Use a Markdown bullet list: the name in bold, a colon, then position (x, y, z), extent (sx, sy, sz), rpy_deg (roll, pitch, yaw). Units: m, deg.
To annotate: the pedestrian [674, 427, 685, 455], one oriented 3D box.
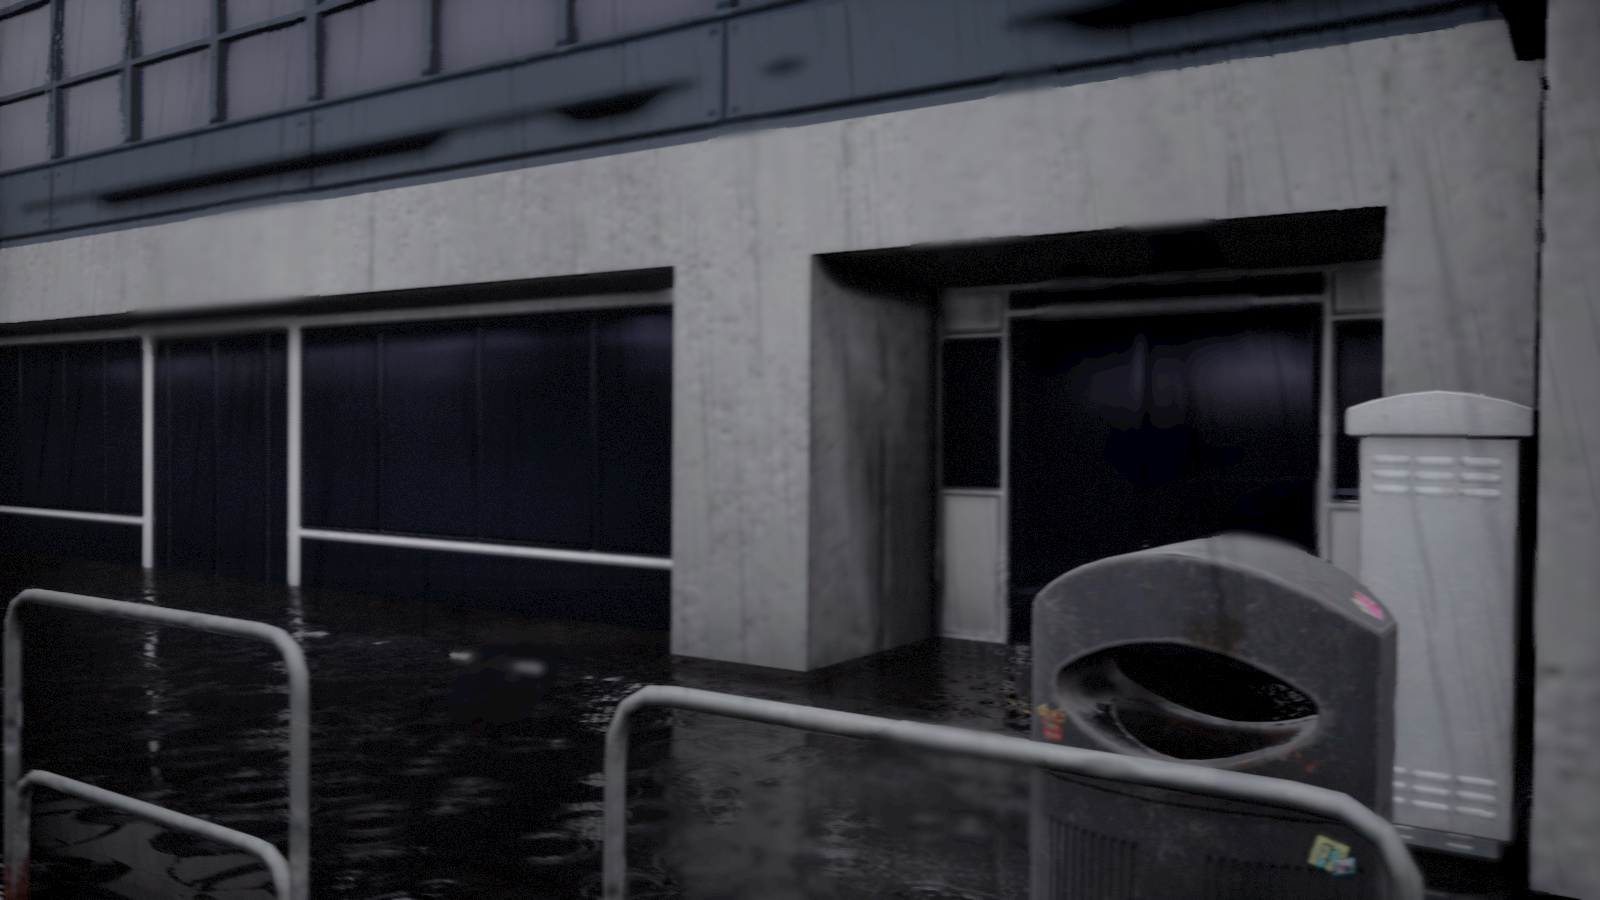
- **pedestrian**: position (-7.965, -0.619, 82.989), extent (0.354, 1.836, 0.706), rpy_deg (0, 1, 32)
